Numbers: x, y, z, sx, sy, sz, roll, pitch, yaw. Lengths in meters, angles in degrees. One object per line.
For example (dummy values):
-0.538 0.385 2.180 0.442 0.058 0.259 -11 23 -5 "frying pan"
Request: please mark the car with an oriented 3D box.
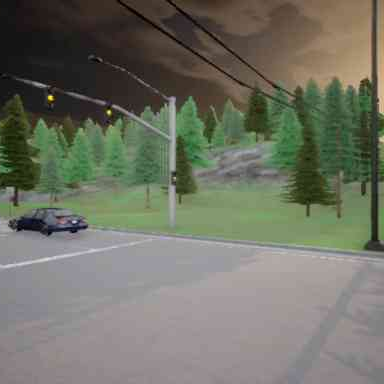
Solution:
-7.988 1.555 18.286 5.357 1.411 2.033 0 0 35 "car"
